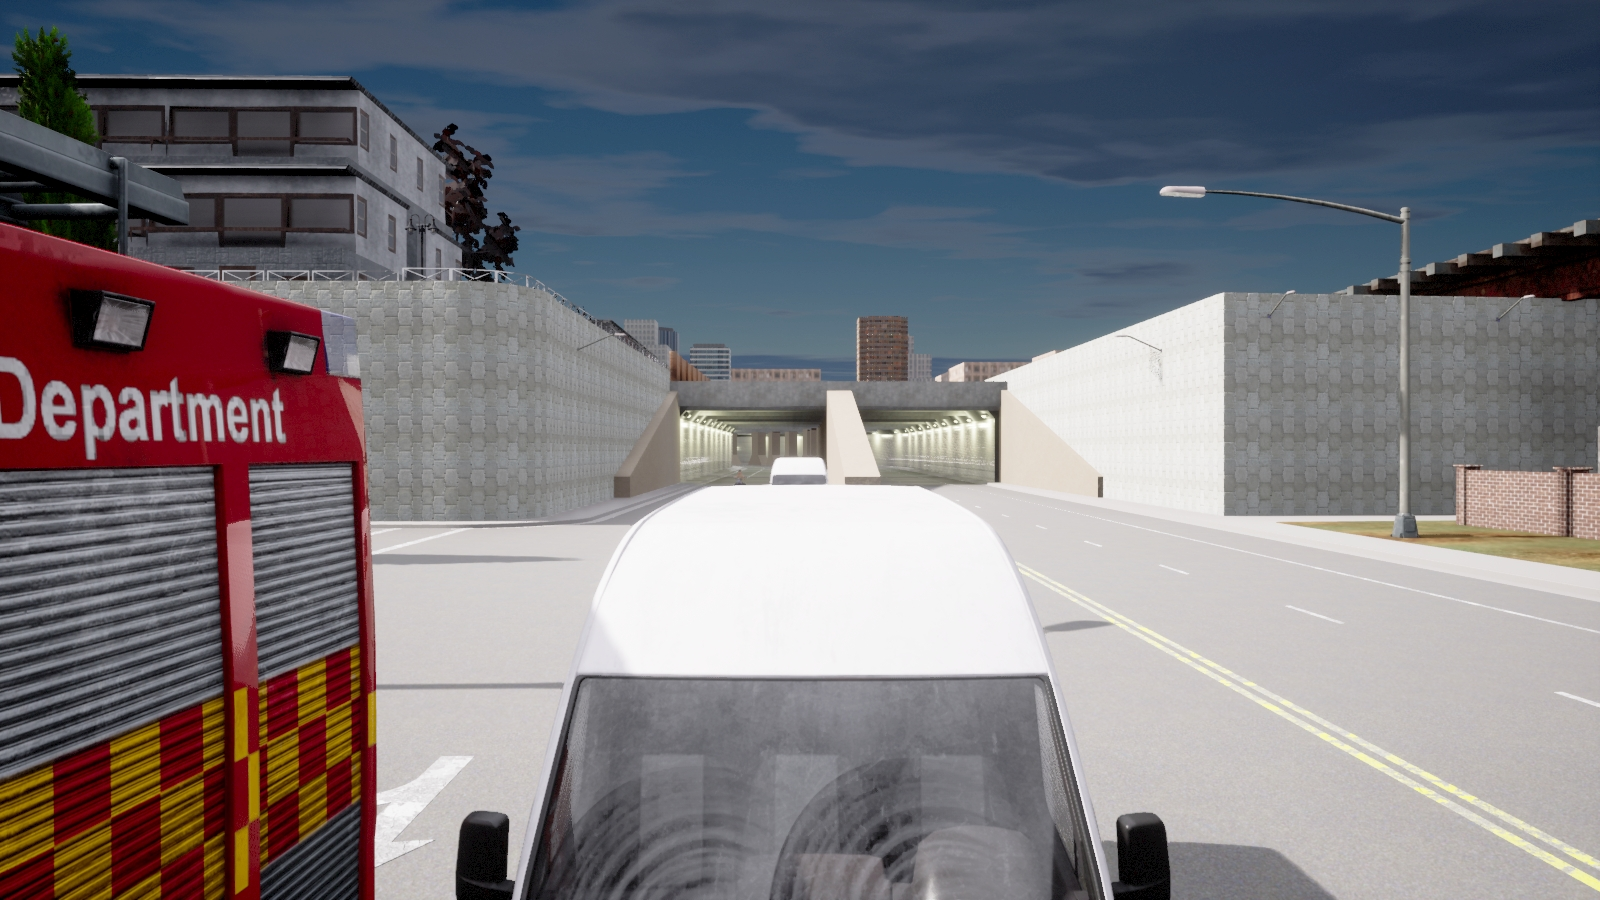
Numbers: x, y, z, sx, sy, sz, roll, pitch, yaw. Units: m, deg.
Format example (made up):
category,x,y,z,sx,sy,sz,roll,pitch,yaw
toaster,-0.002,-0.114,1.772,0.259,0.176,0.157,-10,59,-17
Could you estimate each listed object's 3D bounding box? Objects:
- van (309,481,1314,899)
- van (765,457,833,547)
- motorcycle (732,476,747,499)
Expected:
category,x,y,z,sx,sy,sz,roll,pitch,yaw
van,0.047,1.532,5.229,1.988,2.561,5.915,0,1,1
van,-0.034,1.534,36.210,1.988,2.561,5.915,0,0,0
motorcycle,-3.550,2.168,66.949,0.764,1.277,2.356,0,0,0
